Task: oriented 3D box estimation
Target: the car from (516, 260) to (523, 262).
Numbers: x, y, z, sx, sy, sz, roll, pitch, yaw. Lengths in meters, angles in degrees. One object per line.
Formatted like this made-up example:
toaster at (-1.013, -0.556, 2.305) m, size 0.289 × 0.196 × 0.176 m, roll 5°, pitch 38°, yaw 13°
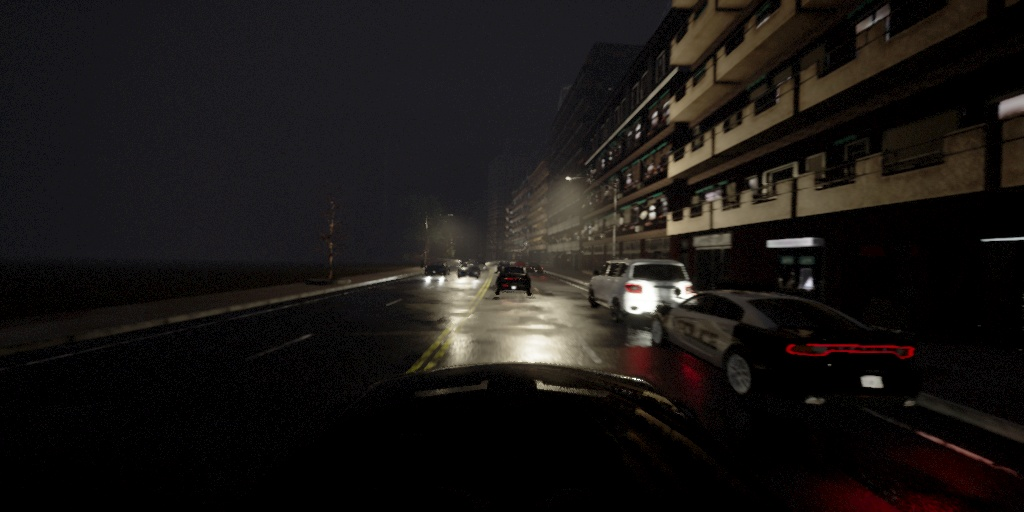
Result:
car at (1.416, 1.456, 59.213) m, size 1.882 × 1.535 × 5.008 m, roll 2°, pitch 0°, yaw -4°

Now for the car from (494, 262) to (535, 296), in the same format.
car at (0.052, 1.312, 20.169) m, size 1.837 × 1.490 × 4.892 m, roll 2°, pitch 0°, yaw -1°

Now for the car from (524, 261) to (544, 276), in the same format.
car at (2.545, 1.472, 41.727) m, size 1.812 × 1.442 × 4.674 m, roll 2°, pitch 0°, yaw -3°

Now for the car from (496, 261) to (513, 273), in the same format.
car at (-1.007, 1.438, 47.576) m, size 1.994 × 1.385 × 4.181 m, roll 2°, pitch 0°, yaw -3°

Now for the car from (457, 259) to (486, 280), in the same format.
car at (-3.710, 1.296, 31.955) m, size 2.033 × 1.411 × 5.357 m, roll 1°, pitch 0°, yaw -2°

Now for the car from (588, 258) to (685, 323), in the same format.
car at (4.287, 1.119, 12.832) m, size 2.150 × 2.045 × 5.566 m, roll 1°, pitch 0°, yaw 0°

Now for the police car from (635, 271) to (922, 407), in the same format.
police car at (4.296, 1.302, 6.858) m, size 1.930 × 1.638 × 5.238 m, roll 1°, pitch 0°, yaw 0°

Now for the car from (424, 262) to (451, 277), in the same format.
car at (-7.045, 1.234, 34.193) m, size 1.994 × 1.385 × 4.181 m, roll 1°, pitch 0°, yaw -2°
